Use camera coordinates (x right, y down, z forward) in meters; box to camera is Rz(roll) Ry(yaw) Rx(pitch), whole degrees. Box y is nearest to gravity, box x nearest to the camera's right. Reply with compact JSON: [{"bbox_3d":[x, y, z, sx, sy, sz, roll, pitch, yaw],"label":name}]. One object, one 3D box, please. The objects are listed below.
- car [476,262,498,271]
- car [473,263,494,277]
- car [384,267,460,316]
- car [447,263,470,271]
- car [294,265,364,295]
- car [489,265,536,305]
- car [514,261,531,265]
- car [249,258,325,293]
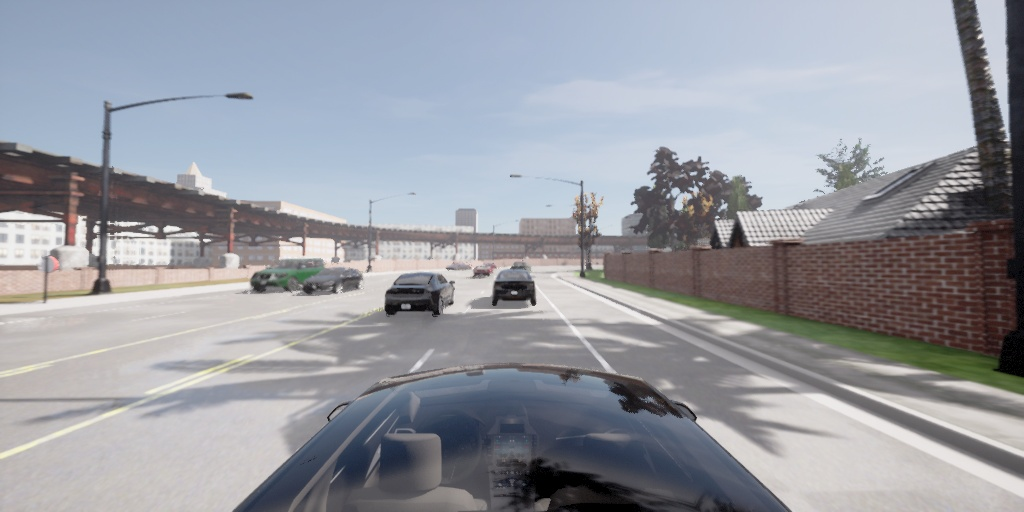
[{"bbox_3d":[-4.404,1.849,62.745,1.994,1.385,4.181,-1,-1,26],"label":"car"},{"bbox_3d":[-3.164,1.693,40.934,1.895,1.301,4.718,0,0,4],"label":"car"},{"bbox_3d":[-3.405,1.374,13.950,1.837,1.490,4.892,0,0,0],"label":"car"},{"bbox_3d":[-9.211,1.855,61.210,2.033,1.411,5.357,-1,-1,24],"label":"car"},{"bbox_3d":[-10.594,1.440,21.641,1.837,1.490,4.892,0,0,0],"label":"car"},{"bbox_3d":[0.095,1.372,17.200,1.882,1.535,5.008,0,0,0],"label":"car"},{"bbox_3d":[1.298,1.459,46.600,2.097,1.767,4.553,0,0,12],"label":"car"},{"bbox_3d":[-14.099,1.170,23.123,2.150,2.045,5.566,0,0,0],"label":"car"}]
